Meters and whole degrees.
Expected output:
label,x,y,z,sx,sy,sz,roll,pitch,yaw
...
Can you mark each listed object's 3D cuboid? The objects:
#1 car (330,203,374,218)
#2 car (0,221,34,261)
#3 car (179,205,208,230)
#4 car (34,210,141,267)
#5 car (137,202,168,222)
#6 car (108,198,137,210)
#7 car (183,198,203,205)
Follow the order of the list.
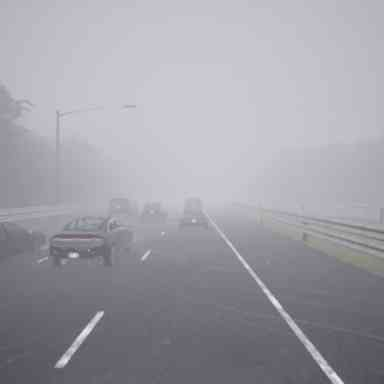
label,x,y,z,sx,sy,sz,roll,pitch,yaw
car,17.624,2.020,37.032,1.801,1.575,5.366,0,-1,-17
car,-6.886,1.668,11.215,2.033,1.411,5.357,1,0,0
car,0.116,1.837,23.463,1.994,1.385,4.181,0,-1,0
car,-3.391,1.629,11.970,2.128,1.511,4.902,0,-1,0
car,-3.379,1.699,30.152,2.097,1.767,4.553,0,-1,0
car,-6.883,1.599,33.601,2.150,2.045,5.566,0,-1,0
car,0.128,1.696,40.545,2.150,2.045,5.566,0,-1,0
